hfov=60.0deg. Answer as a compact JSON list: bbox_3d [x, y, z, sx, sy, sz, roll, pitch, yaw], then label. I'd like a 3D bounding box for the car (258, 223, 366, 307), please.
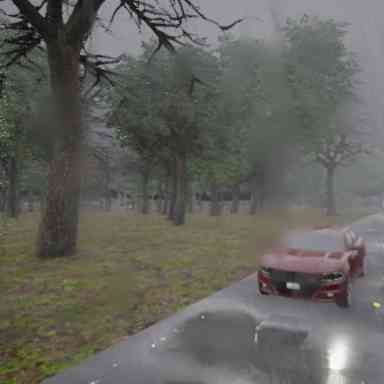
[{"bbox_3d":[3.321,1.619,8.667,1.882,1.535,5.008,-1,-1,32],"label":"car"}]
